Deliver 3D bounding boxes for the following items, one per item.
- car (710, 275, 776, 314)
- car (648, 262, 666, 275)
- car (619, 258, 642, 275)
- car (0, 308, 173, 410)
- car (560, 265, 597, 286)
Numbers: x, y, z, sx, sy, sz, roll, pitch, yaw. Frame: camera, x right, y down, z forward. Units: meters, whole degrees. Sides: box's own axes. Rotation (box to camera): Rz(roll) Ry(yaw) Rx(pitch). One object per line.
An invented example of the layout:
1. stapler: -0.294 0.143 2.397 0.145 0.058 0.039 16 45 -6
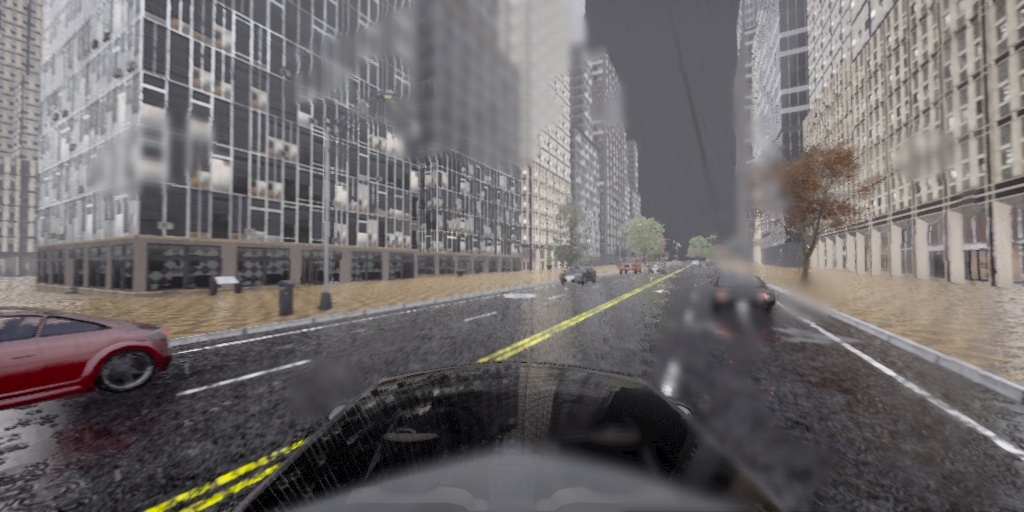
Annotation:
1. car: 8.862 1.402 14.099 1.895 1.301 4.718 -1 -1 28
2. car: 18.515 1.500 45.705 2.128 1.511 4.902 -1 -1 28
3. car: 15.637 1.240 47.225 2.150 2.045 5.566 -1 -1 28
4. car: -7.383 1.425 4.718 1.994 1.385 4.181 -1 -1 28
5. car: 5.306 1.488 28.222 2.128 1.511 4.902 -1 -1 29
